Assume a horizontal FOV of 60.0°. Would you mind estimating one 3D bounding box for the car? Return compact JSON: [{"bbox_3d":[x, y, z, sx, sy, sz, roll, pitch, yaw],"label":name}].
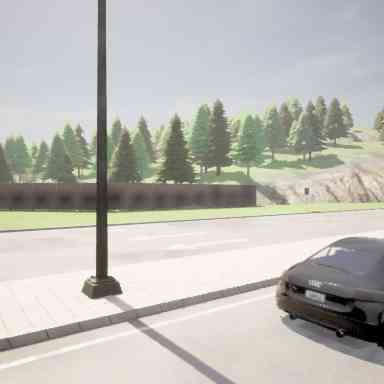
[{"bbox_3d":[3.516,1.564,6.256,4.181,1.385,1.994,0,0,-35],"label":"car"}]
